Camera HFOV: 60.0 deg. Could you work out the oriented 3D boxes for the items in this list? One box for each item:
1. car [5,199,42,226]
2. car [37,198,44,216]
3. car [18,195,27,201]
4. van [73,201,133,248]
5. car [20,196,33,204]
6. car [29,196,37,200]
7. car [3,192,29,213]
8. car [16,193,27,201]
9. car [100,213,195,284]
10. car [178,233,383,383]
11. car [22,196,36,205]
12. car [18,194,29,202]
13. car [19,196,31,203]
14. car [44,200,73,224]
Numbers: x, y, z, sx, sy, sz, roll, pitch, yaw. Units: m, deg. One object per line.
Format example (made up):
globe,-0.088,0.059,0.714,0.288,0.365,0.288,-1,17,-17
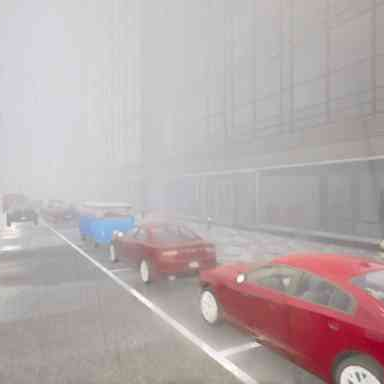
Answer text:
car,-11.826,1.488,23.156,1.812,1.442,4.674,0,0,-29
car,-12.083,1.391,29.053,1.967,1.590,4.097,0,0,-30
car,-39.677,1.468,77.806,1.802,1.307,4.206,0,0,-30
van,-3.804,1.315,14.426,1.690,1.788,3.998,0,0,-30
car,-31.399,1.467,63.180,1.947,1.339,4.313,0,0,-30
car,-20.361,1.473,43.679,1.887,1.381,4.507,0,0,-30
car,-19.519,1.159,36.684,2.150,2.045,5.566,0,0,-28
car,-42.436,1.197,82.681,2.192,1.841,5.009,0,0,-30
car,-1.045,1.527,9.551,1.887,1.381,4.507,0,0,-30
car,1.714,1.534,4.676,1.887,1.381,4.507,0,0,-30
car,-28.640,1.473,58.305,1.947,1.339,4.313,0,0,-30
car,-36.918,1.331,72.931,1.967,1.590,4.097,0,0,-30
car,-34.158,1.446,68.055,2.008,1.369,4.403,0,0,-30
car,-9.324,1.503,24.178,1.887,1.381,4.507,0,0,-30
